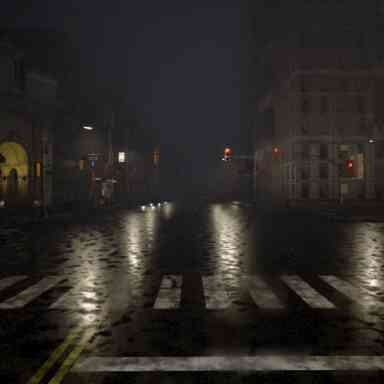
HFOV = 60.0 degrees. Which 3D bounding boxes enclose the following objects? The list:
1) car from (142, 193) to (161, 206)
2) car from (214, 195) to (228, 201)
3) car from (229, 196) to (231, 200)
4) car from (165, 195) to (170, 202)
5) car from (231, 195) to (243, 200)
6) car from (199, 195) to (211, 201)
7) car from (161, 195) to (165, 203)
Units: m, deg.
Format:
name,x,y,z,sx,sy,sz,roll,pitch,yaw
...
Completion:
name,x,y,z,sx,sy,sz,roll,pitch,yaw
car,-7.076,1.221,56.486,2.150,2.045,5.566,0,0,0
car,7.088,1.525,85.317,2.128,1.511,4.902,0,0,25
car,8.234,1.466,94.330,1.882,1.535,5.008,0,0,38
car,-6.352,1.478,76.621,1.882,1.535,5.008,0,0,7
car,12.455,1.500,94.111,1.837,1.490,4.892,0,0,41
car,3.287,1.524,85.339,1.812,1.442,4.674,0,0,22
car,-7.009,1.505,66.178,1.837,1.490,4.892,0,0,1
